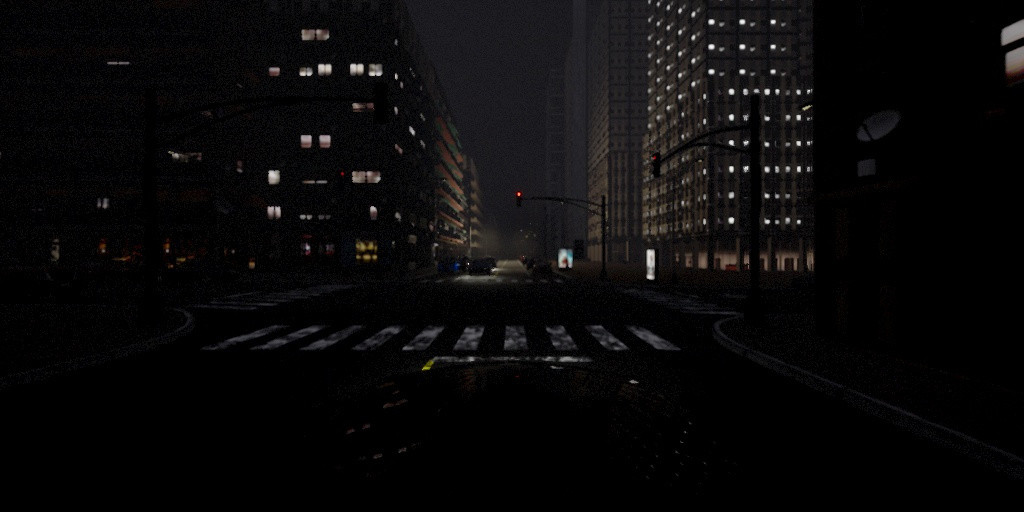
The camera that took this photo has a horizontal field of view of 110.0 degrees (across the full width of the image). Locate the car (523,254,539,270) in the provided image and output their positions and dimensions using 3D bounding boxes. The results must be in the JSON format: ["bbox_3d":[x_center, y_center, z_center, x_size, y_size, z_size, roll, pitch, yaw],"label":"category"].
[{"bbox_3d":[2.741,0.842,43.602,1.967,1.591,4.097,0,0,0],"label":"car"}]

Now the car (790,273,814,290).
[{"bbox_3d":[19.417,1.470,21.761,4.403,1.370,2.007,0,0,0],"label":"car"}]

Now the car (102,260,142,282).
[{"bbox_3d":[-24.341,0.866,21.364,4.207,1.307,1.802,0,0,0],"label":"car"}]

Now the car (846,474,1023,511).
[{"bbox_3d":[2.690,1.329,0.143,1.948,1.339,4.313,0,0,0],"label":"car"}]

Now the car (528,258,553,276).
[{"bbox_3d":[2.728,1.074,32.546,1.802,1.307,4.207,0,0,0],"label":"car"}]

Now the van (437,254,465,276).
[{"bbox_3d":[-5.653,0.832,32.558,1.690,1.789,3.998,0,0,0],"label":"van"}]

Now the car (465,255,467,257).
[{"bbox_3d":[-5.646,0.761,38.085,2.192,1.841,5.009,0,0,0],"label":"car"}]

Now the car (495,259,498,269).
[{"bbox_3d":[-2.946,0.899,47.075,1.837,1.490,4.892,0,1,0],"label":"car"}]

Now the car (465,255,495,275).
[{"bbox_3d":[-2.963,0.970,33.924,1.882,1.535,5.008,0,1,0],"label":"car"}]

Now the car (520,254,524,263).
[{"bbox_3d":[2.761,0.710,60.184,1.967,1.591,4.097,0,0,0],"label":"car"}]

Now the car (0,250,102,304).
[{"bbox_3d":[-18.759,0.684,13.017,5.009,1.841,2.192,0,0,0],"label":"car"}]

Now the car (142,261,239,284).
[{"bbox_3d":[-18.770,0.931,21.398,4.313,1.339,1.948,0,0,0],"label":"car"}]
